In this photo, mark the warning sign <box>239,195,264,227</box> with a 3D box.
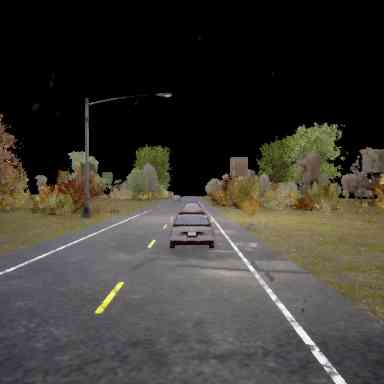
[{"bbox_3d":[3.537,1.126,19.963,1.300,1.860,1.060,-1,-1,0],"label":"warning sign"}]

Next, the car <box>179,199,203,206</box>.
[{"bbox_3d":[0.000,1.592,29.653,1.994,1.385,4.181,0,0,0],"label":"car"}]

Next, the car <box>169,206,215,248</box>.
[{"bbox_3d":[0.000,1.571,14.651,2.033,1.411,5.357,0,0,0],"label":"car"}]

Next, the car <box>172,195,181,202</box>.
[{"bbox_3d":[-3.500,1.497,75.925,1.837,1.490,4.892,0,0,0],"label":"car"}]
